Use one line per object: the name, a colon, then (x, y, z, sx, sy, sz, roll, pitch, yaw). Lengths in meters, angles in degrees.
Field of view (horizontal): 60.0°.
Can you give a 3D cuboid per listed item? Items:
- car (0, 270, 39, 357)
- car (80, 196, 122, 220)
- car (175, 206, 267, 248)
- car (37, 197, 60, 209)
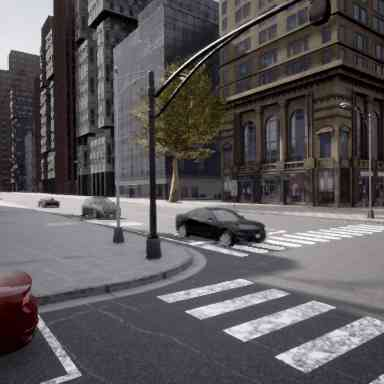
car: (-4.175, 1.545, 3.660, 4.507, 1.381, 1.887, 0, -1, -36)
car: (-7.433, 1.213, 27.075, 2.097, 1.767, 4.553, -1, 1, -36)
car: (1.154, 1.460, 15.241, 1.882, 1.535, 5.008, -1, 1, -36)
car: (-17.912, 1.319, 41.577, 1.895, 1.301, 4.718, -1, 1, -36)
